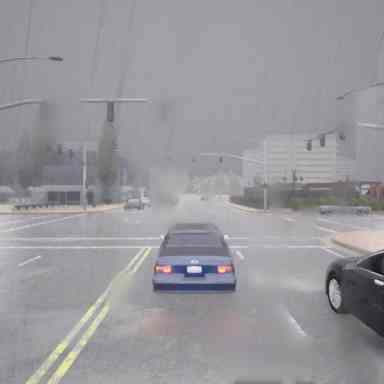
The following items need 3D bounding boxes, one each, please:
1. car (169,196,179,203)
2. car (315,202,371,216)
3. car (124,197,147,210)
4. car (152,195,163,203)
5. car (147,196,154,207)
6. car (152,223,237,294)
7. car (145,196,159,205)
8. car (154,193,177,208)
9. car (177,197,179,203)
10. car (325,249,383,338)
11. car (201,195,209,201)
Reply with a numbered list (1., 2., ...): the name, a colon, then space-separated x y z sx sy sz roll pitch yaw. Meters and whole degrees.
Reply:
1. car: -3.715 1.499 68.218 1.837 1.490 4.892 0 0 0
2. car: 14.351 1.598 31.871 4.718 1.301 1.895 0 0 1
3. car: -7.226 1.522 42.002 1.812 1.442 4.674 0 0 0
4. car: -7.213 1.494 70.588 1.837 1.490 4.892 0 0 0
5. car: -7.247 1.521 50.970 1.812 1.442 4.674 0 0 0
6. car: 0.055 1.547 8.952 2.033 1.411 5.357 0 0 0
7. car: -7.252 1.500 60.535 1.837 1.490 4.892 0 0 0
8. car: -3.732 1.217 48.311 2.150 2.045 5.566 0 0 0
9. car: -3.755 1.521 58.066 1.812 1.442 4.674 0 0 0
10. car: 3.548 1.504 4.706 1.837 1.490 4.892 0 0 0
11. car: 3.247 1.545 83.935 1.994 1.385 4.181 0 0 0
